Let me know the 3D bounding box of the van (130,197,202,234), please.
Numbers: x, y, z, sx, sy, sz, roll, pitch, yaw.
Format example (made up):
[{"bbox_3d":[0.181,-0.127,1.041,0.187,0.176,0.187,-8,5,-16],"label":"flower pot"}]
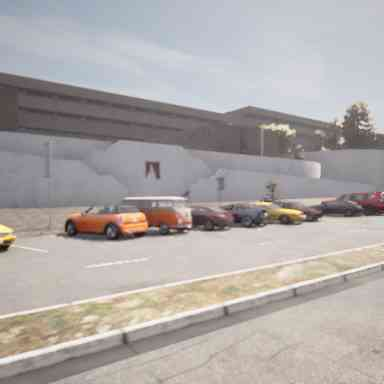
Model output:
[{"bbox_3d":[-1.962,1.262,18.775,4.442,1.987,1.878,-1,-1,35],"label":"van"}]

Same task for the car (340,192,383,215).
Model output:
[{"bbox_3d":[14.918,1.067,30.974,5.566,2.045,2.435,-1,0,35],"label":"car"}]

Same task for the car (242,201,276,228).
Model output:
[{"bbox_3d":[2.771,1.494,22.310,4.792,1.488,2.163,-1,0,35],"label":"car"}]

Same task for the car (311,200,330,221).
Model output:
[{"bbox_3d":[7.685,1.447,25.747,4.792,1.488,2.163,-1,-1,35],"label":"car"}]

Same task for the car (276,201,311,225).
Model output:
[{"bbox_3d":[5.385,1.436,23.930,5.366,1.575,1.946,-1,-1,34],"label":"car"}]

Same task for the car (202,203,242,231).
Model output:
[{"bbox_3d":[0.369,1.517,20.559,4.674,1.452,2.002,-1,0,35],"label":"car"}]

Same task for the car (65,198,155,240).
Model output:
[{"bbox_3d":[-4.472,1.368,17.081,4.553,1.767,2.185,-1,-1,34],"label":"car"}]

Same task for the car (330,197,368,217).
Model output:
[{"bbox_3d":[12.521,1.394,29.224,4.674,1.452,2.002,-1,0,35],"label":"car"}]

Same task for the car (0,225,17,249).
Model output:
[{"bbox_3d":[-9.199,1.489,13.532,5.366,1.575,1.946,-1,-1,35],"label":"car"}]
